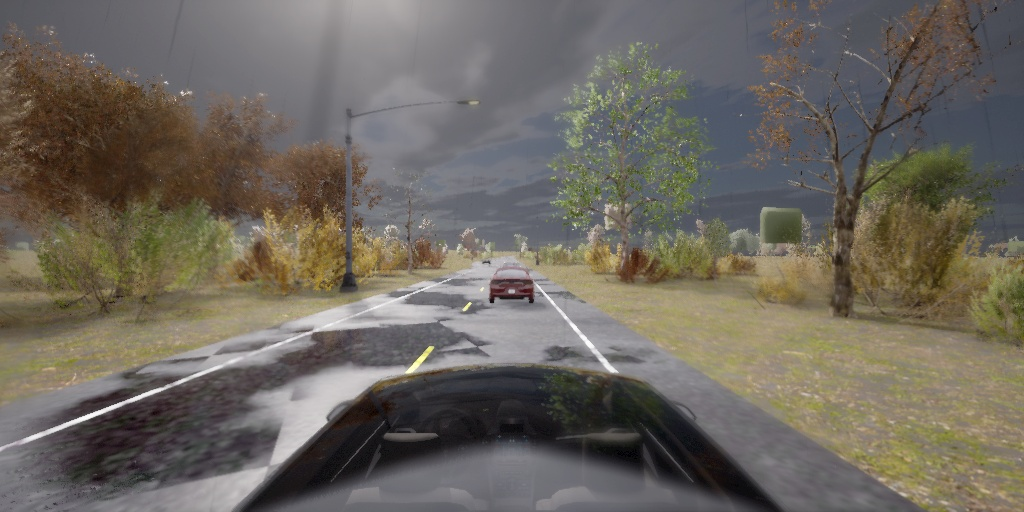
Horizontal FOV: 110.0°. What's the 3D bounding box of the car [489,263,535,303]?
[{"bbox_3d":[-0.017,1.233,16.505,1.882,1.535,5.008,0,0,0],"label":"car"}]
